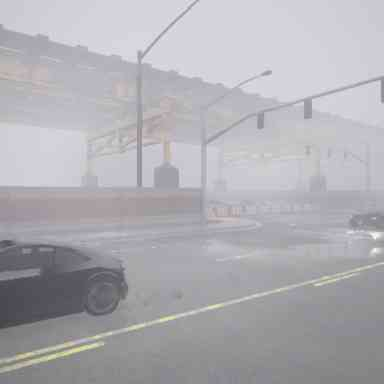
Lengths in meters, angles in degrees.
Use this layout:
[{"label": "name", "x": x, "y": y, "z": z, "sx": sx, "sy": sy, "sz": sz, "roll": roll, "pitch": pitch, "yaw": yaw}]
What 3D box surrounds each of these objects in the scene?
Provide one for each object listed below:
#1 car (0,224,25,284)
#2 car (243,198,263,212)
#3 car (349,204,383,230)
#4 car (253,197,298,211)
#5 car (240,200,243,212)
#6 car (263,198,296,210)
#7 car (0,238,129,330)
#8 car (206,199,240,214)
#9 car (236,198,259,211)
[{"label": "car", "x": -6.702, "y": 1.601, "z": 7.811, "sx": 4.718, "sy": 1.301, "sz": 1.895, "roll": 0, "pitch": 0, "yaw": -35}, {"label": "car", "x": 6.125, "y": 1.453, "z": 36.413, "sx": 2.038, "sy": 1.542, "sz": 4.974, "roll": 0, "pitch": 0, "yaw": 18}, {"label": "car", "x": 11.819, "y": 1.526, "z": 21.014, "sx": 4.674, "sy": 1.442, "sz": 1.812, "roll": 0, "pitch": 0, "yaw": -35}, {"label": "car", "x": 10.036, "y": 1.453, "z": 40.171, "sx": 4.974, "sy": 1.542, "sz": 2.038, "roll": 0, "pitch": 0, "yaw": -7}, {"label": "car", "x": 2.379, "y": 1.453, "z": 33.729, "sx": 4.974, "sy": 1.542, "sz": 2.038, "roll": 0, "pitch": 0, "yaw": 8}, {"label": "car", "x": 9.985, "y": 1.295, "z": 40.165, "sx": 4.536, "sy": 1.218, "sz": 1.853, "roll": 0, "pitch": 0, "yaw": -7}, {"label": "car", "x": -3.284, "y": 1.564, "z": 5.949, "sx": 4.181, "sy": 1.385, "sz": 1.994, "roll": 0, "pitch": 0, "yaw": -35}, {"label": "car", "x": 2.327, "y": 1.295, "z": 33.736, "sx": 4.536, "sy": 1.218, "sz": 1.853, "roll": 0, "pitch": 0, "yaw": 8}, {"label": "car", "x": 6.141, "y": 1.295, "z": 36.462, "sx": 1.853, "sy": 1.218, "sz": 4.536, "roll": 0, "pitch": 0, "yaw": 18}]
